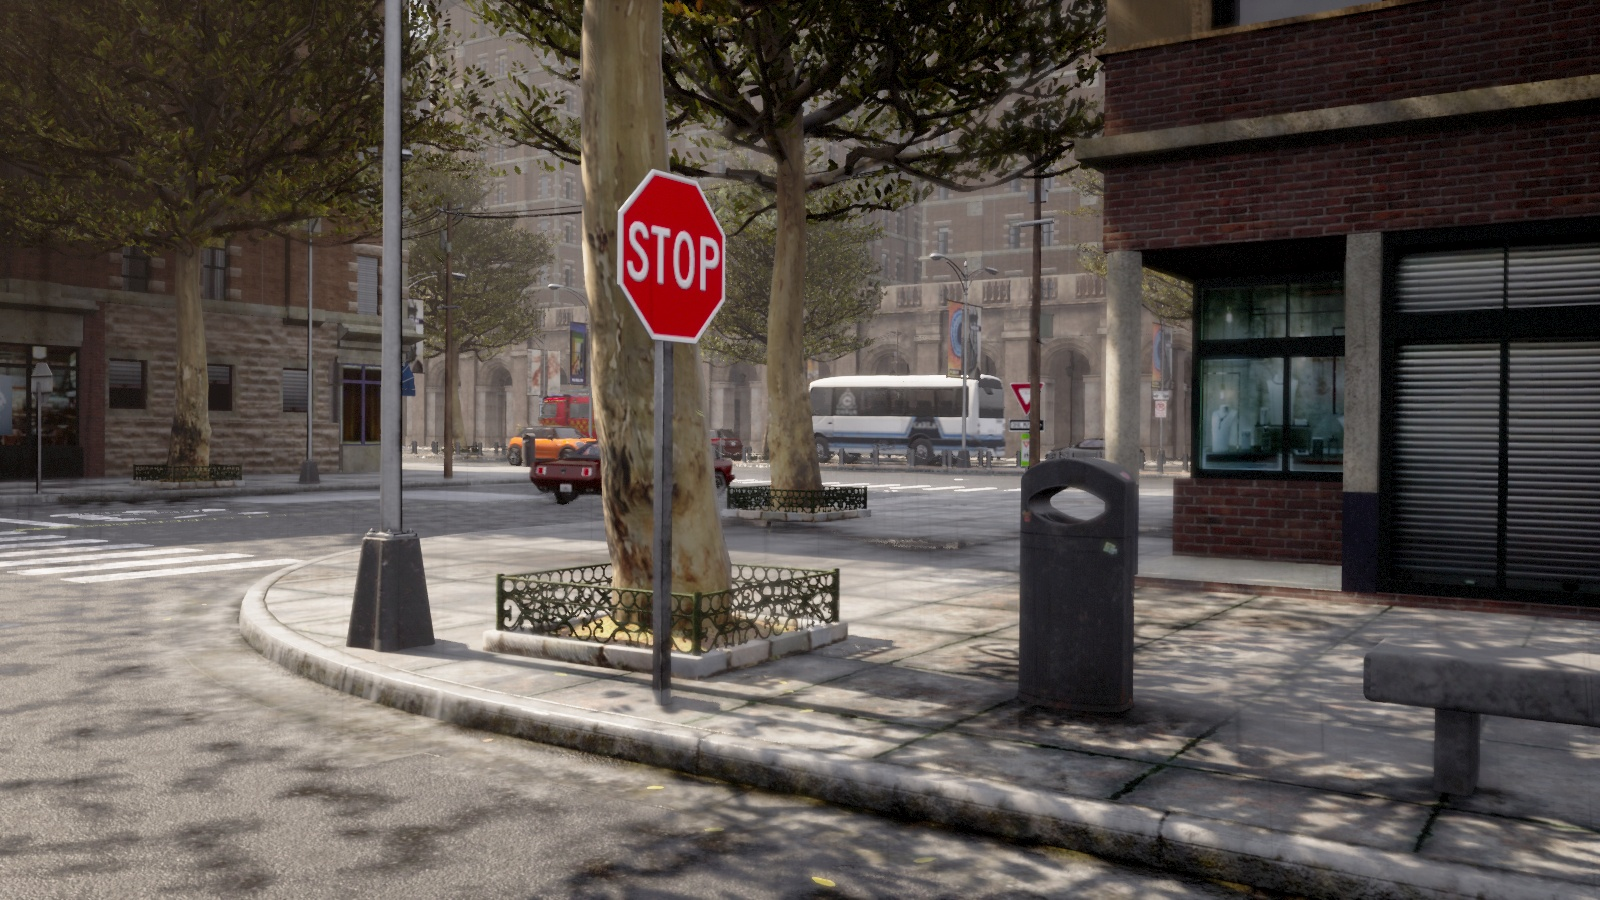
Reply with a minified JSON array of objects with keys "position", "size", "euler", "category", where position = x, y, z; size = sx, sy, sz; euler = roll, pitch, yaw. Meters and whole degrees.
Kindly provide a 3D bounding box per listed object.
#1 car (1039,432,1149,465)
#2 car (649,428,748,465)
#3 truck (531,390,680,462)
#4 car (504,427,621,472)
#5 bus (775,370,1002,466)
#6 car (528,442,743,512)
[{"position":[12.752,-0.065,54.562],"size":[4.181,1.385,1.994],"euler":[0,1,35],"category":"car"},{"position":[-5.043,-0.213,62.265],"size":[4.553,1.767,2.097],"euler":[0,1,34],"category":"car"},{"position":[-10.992,-1.295,70.420],"size":[8.468,3.827,2.891],"euler":[0,1,33],"category":"truck"},{"position":[-9.769,-0.026,51.607],"size":[4.553,1.767,2.097],"euler":[0,1,34],"category":"car"},{"position":[4.136,-1.505,60.328],"size":[10.273,4.253,3.944],"euler":[1,1,34],"category":"bus"},{"position":[-3.348,0.500,26.506],"size":[1.895,1.301,4.718],"euler":[0,1,33],"category":"car"}]
